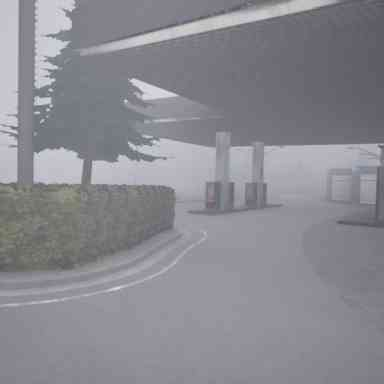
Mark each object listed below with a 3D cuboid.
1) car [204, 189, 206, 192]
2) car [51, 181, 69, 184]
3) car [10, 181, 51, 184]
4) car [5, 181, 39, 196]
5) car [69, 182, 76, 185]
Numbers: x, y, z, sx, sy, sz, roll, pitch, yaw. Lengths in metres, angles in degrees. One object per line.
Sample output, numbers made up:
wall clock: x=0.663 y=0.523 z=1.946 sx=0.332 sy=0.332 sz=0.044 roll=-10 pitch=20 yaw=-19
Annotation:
car: x=4.870 y=-0.310 z=65.622 sx=5.027 sy=1.636 sz=2.152 roll=2 pitch=2 yaw=35
car: x=-26.793 y=-1.275 z=65.479 sx=3.866 sy=1.878 sz=1.905 roll=2 pitch=2 yaw=35
car: x=-17.250 y=-0.191 z=35.233 sx=3.866 sy=1.878 sz=1.905 roll=2 pitch=2 yaw=35
car: x=-21.782 y=-0.480 z=42.450 sx=4.605 sy=1.855 sz=1.932 roll=2 pitch=2 yaw=35
car: x=-25.455 y=-1.300 z=68.091 sx=4.605 sy=1.855 sz=1.932 roll=2 pitch=2 yaw=35
